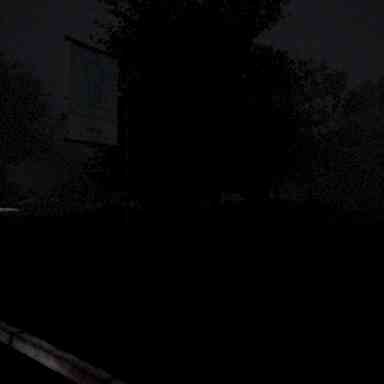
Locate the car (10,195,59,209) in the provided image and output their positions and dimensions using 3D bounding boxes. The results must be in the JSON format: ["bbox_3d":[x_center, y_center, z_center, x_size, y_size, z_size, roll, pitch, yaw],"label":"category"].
[{"bbox_3d":[-17.418,1.144,37.562,1.812,1.442,4.674,1,1,39],"label":"car"}]

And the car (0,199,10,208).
[{"bbox_3d":[-20.294,1.087,39.567,1.837,1.490,4.892,1,1,39],"label":"car"}]
